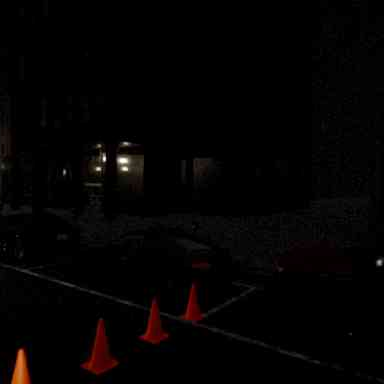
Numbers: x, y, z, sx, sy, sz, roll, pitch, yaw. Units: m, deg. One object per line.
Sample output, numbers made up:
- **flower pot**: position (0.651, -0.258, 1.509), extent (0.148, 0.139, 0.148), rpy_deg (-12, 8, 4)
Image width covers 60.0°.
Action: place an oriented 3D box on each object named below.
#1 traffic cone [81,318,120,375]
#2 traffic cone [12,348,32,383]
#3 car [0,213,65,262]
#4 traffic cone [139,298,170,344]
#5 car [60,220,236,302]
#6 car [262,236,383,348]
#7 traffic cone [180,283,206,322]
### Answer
- **traffic cone**: position (-1.147, 1.888, 4.187), extent (0.340, 0.580, 0.340), rpy_deg (1, 1, 36)
- **traffic cone**: position (-1.731, 1.887, 3.376), extent (0.340, 0.580, 0.340), rpy_deg (1, 1, 36)
- **car**: position (-5.538, 1.340, 11.090), extent (4.313, 1.339, 1.947), rpy_deg (1, 1, 36)
- **traffic cone**: position (-0.562, 1.888, 4.999), extent (0.340, 0.580, 0.340), rpy_deg (1, 1, 36)
- **car**: position (-0.994, 1.474, 7.817), extent (4.206, 1.307, 1.802), rpy_deg (1, 1, 36)
- **car**: position (3.554, 1.325, 4.540), extent (5.009, 1.841, 2.192), rpy_deg (1, 1, 36)
- **traffic cone**: position (0.022, 1.889, 5.810), extent (0.340, 0.580, 0.340), rpy_deg (1, 1, 36)
